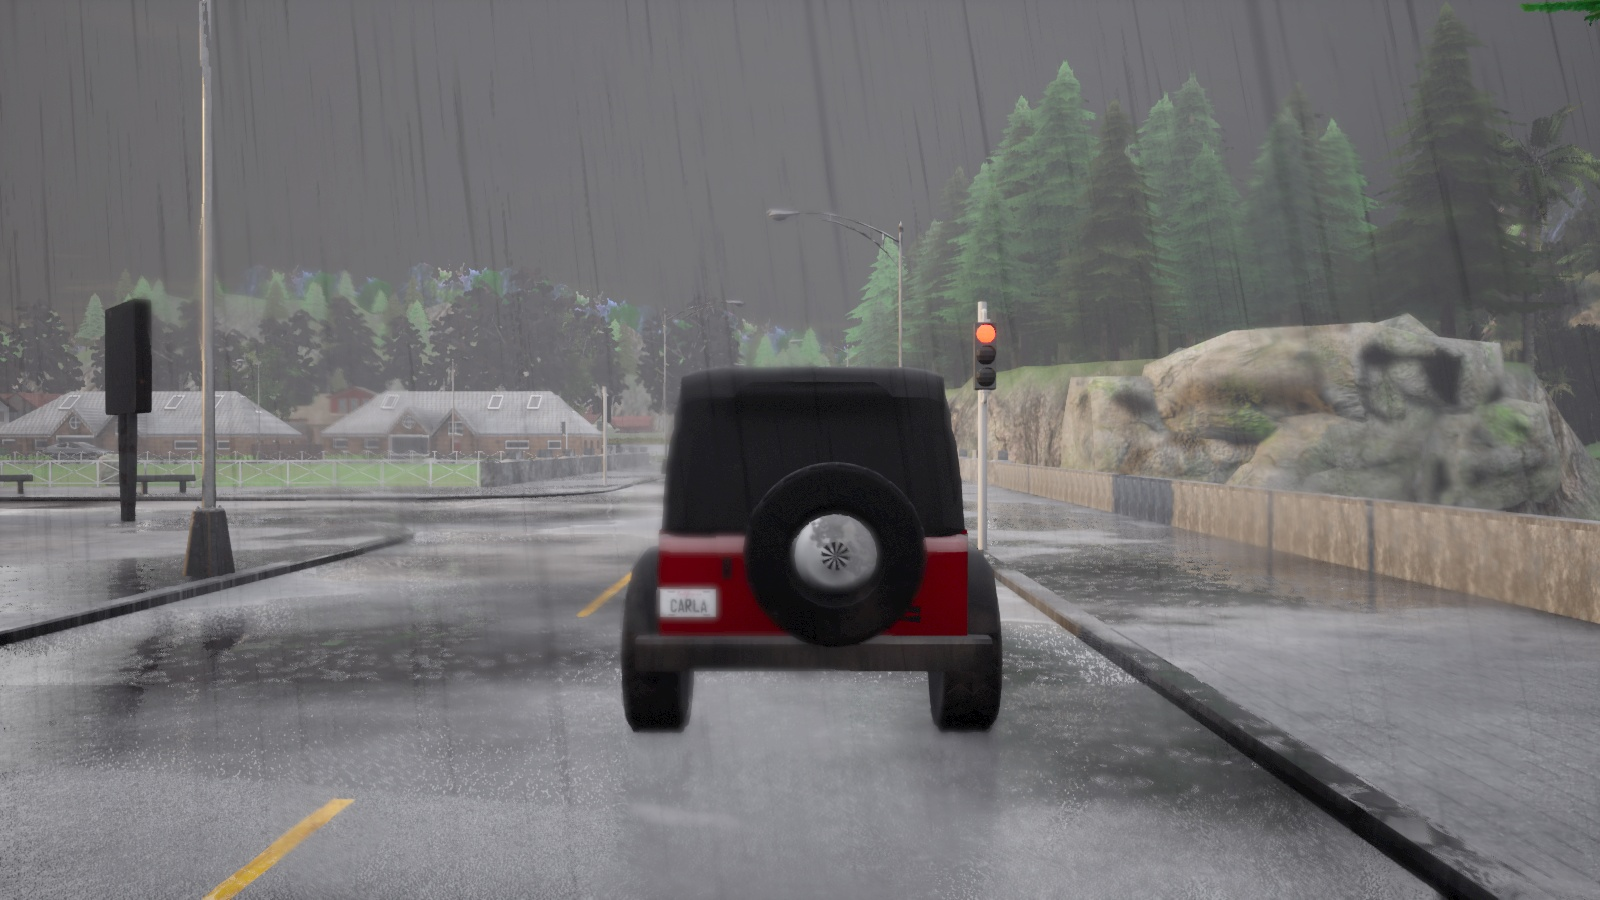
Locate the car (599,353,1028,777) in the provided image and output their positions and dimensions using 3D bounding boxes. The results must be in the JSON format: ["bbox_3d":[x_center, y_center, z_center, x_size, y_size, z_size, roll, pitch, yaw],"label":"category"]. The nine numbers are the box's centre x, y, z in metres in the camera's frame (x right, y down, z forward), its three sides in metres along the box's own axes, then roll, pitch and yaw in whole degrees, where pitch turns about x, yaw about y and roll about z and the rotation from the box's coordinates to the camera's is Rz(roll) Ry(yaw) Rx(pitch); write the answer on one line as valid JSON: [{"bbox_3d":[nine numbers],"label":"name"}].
[{"bbox_3d":[0.062,0.500,7.508,1.905,1.878,3.866,0,0,0],"label":"car"}]
